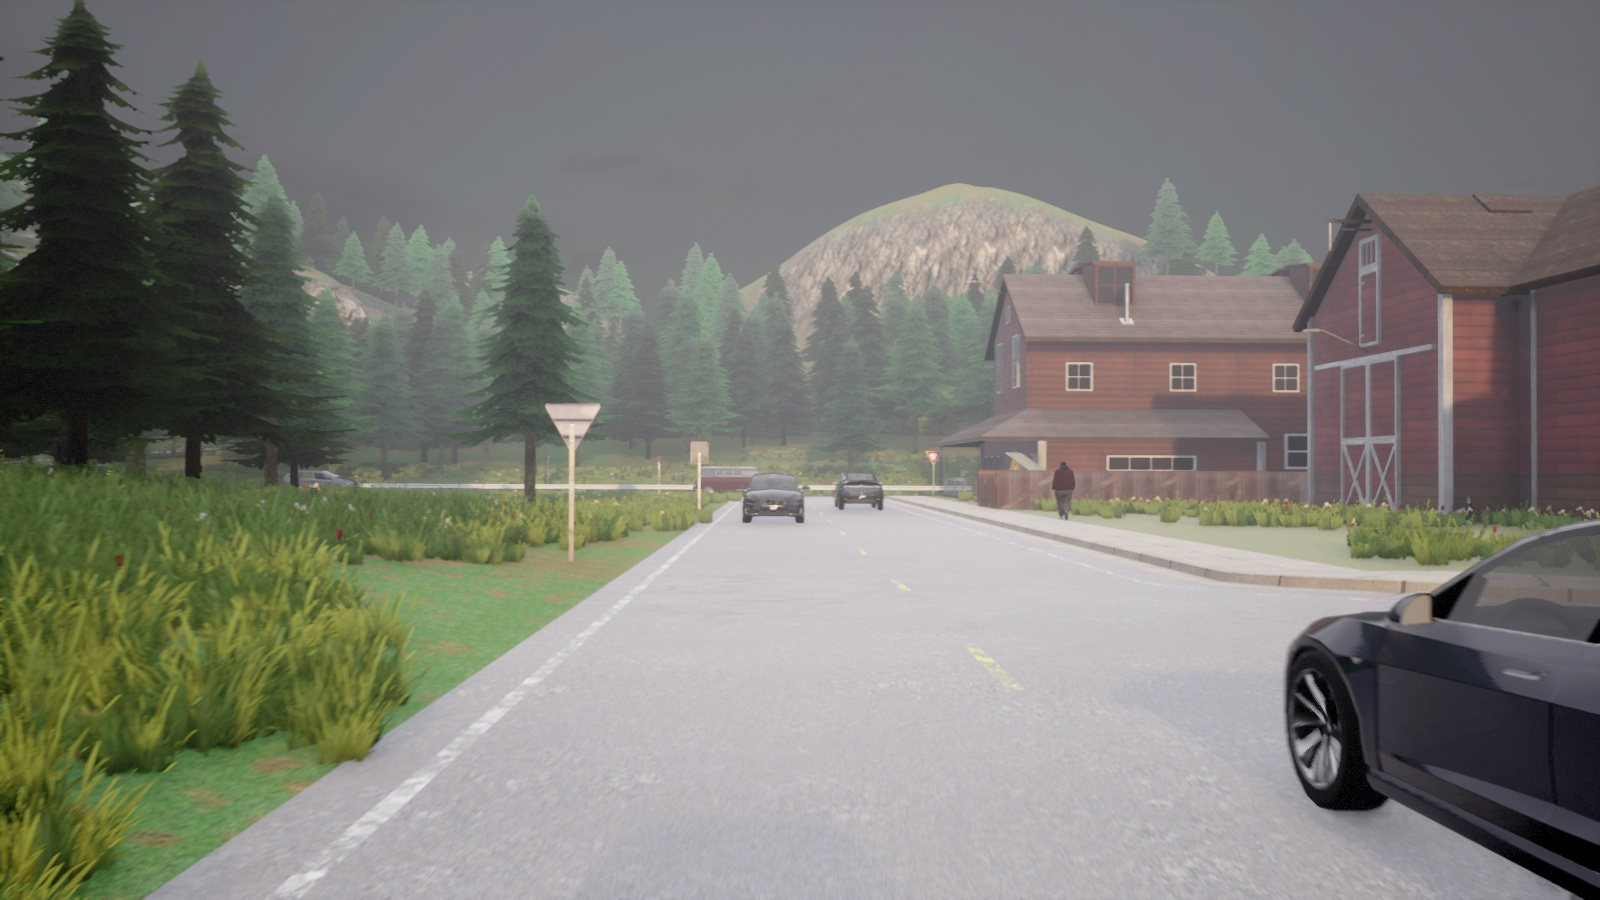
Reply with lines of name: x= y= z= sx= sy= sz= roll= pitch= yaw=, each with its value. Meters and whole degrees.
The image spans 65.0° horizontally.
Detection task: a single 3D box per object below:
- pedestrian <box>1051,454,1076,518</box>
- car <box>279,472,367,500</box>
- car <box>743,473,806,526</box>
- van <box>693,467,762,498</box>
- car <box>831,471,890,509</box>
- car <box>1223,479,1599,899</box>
pedestrian: x=7.767 y=1.060 z=37.010 sx=0.634 sy=1.844 sz=0.899 roll=0 pitch=-1 yaw=7
car: x=-29.530 y=2.215 z=77.833 sx=4.611 sy=1.667 sz=2.242 roll=0 pitch=-1 yaw=-1
car: x=-0.785 y=1.470 z=38.672 sx=1.837 sy=1.490 sz=4.892 roll=0 pitch=-1 yaw=-1
van: x=-4.705 y=2.088 z=81.859 sx=4.442 sy=1.987 sz=1.775 roll=0 pitch=-1 yaw=-1
car: x=2.450 y=1.636 z=52.200 sx=2.128 sy=1.511 sz=4.902 roll=0 pitch=-1 yaw=-1
car: x=3.390 y=0.871 z=4.320 sx=2.163 sy=1.488 sz=4.792 roll=0 pitch=-1 yaw=-1
